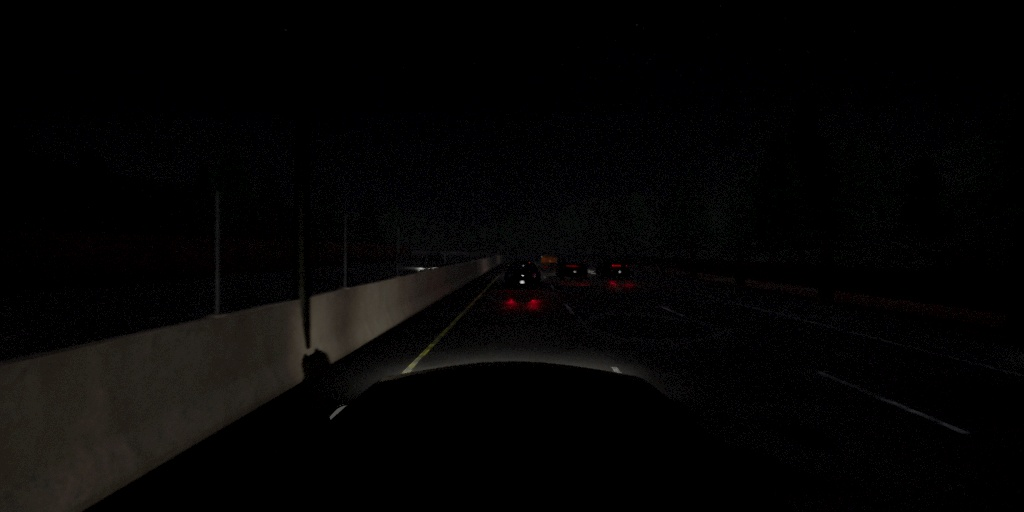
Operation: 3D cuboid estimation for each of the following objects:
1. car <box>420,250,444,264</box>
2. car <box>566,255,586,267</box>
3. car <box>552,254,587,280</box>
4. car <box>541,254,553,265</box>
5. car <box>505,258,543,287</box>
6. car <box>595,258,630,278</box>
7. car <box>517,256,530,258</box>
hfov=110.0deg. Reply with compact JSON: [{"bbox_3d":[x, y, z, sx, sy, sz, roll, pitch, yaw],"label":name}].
[{"bbox_3d":[-9.286,0.066,42.077,1.812,1.442,4.674,1,1,2],"label":"car"},{"bbox_3d":[8.498,0.631,47.774,1.994,1.385,4.181,1,1,2],"label":"car"},{"bbox_3d":[4.306,0.856,26.467,1.882,1.535,5.008,1,1,2],"label":"car"},{"bbox_3d":[5.033,0.469,48.905,1.882,1.535,5.008,1,1,2],"label":"car"},{"bbox_3d":[0.624,1.018,21.001,1.895,1.301,4.718,1,1,2],"label":"car"},{"bbox_3d":[7.866,0.895,28.271,2.128,1.511,4.902,1,1,2],"label":"car"},{"bbox_3d":[1.227,0.700,39.468,1.895,1.301,4.718,1,1,2],"label":"car"}]
